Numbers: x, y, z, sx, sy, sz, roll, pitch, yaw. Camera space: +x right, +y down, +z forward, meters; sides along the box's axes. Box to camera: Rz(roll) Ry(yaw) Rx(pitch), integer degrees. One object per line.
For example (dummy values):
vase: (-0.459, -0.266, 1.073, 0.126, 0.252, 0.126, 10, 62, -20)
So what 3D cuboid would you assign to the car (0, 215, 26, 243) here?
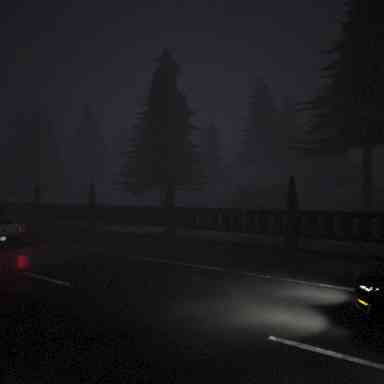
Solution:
car: (-9.669, 1.670, 15.187, 4.718, 1.301, 1.895, 0, 0, 35)

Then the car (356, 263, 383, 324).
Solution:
car: (5.029, 1.500, 4.705, 4.892, 1.490, 1.837, 0, 0, 35)
